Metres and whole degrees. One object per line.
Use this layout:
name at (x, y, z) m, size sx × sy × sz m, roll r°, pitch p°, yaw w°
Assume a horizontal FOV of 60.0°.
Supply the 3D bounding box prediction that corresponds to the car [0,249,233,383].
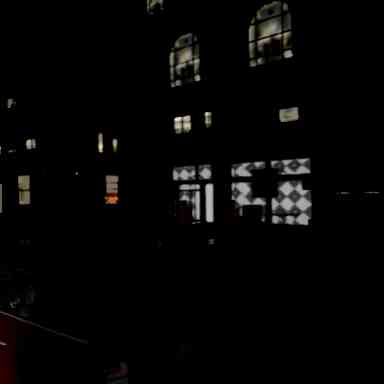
car at (-1.656, 1.442, 4.073) m, size 4.097 × 1.590 × 1.967 m, roll 0°, pitch -1°, yaw 36°
